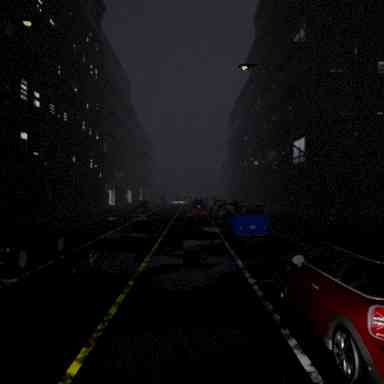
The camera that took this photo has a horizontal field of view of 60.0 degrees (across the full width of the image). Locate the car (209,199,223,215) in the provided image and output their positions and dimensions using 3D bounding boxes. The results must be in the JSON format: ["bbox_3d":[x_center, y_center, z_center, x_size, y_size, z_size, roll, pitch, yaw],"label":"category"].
[{"bbox_3d":[2.692,1.536,27.916,1.887,1.381,4.507,0,0,0],"label":"car"}]

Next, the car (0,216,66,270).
[{"bbox_3d":[-5.689,1.541,11.010,1.887,1.381,4.507,0,0,0],"label":"car"}]

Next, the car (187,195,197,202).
[{"bbox_3d":[0.000,1.374,75.235,2.033,1.411,5.357,0,0,0],"label":"car"}]

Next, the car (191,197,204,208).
[{"bbox_3d":[0.834,1.507,49.681,1.812,1.442,4.674,0,0,0],"label":"car"}]

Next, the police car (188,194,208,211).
[{"bbox_3d":[0.756,1.412,39.792,1.930,1.638,5.238,0,0,0],"label":"police car"}]

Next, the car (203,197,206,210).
[{"bbox_3d":[2.692,1.537,39.188,2.008,1.369,4.403,0,0,0],"label":"car"}]

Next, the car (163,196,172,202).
[{"bbox_3d":[-5.690,1.541,78.648,1.802,1.307,4.206,0,0,0],"label":"car"}]

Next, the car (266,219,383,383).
[{"bbox_3d":[2.692,1.438,5.370,1.967,1.590,4.097,0,0,0],"label":"car"}]

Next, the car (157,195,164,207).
[{"bbox_3d":[-5.689,1.505,50.295,1.752,1.417,4.829,0,0,0],"label":"car"}]

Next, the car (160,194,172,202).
[{"bbox_3d":[-5.688,1.278,73.011,2.192,1.841,5.009,0,0,0],"label":"car"}]

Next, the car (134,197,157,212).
[{"bbox_3d":[-5.689,1.552,39.191,1.947,1.339,4.313,0,0,0],"label":"car"}]

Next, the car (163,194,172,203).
[{"bbox_3d":[-5.689,1.407,67.375,1.967,1.590,4.097,0,0,0],"label":"car"}]

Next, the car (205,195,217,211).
[{"bbox_3d":[2.692,1.429,33.553,1.967,1.590,4.097,0,0,0],"label":"car"}]

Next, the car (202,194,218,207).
[{"bbox_3d":[2.693,1.294,50.461,2.192,1.841,5.009,0,0,0],"label":"car"}]

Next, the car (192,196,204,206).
[{"bbox_3d":[0.900,1.455,55.685,1.882,1.535,5.008,0,0,0],"label":"car"}]

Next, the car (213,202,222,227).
[{"bbox_3d":[2.691,1.559,22.280,1.947,1.339,4.313,0,0,0],"label":"car"}]

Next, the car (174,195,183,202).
[{"bbox_3d":[-3.001,1.472,75.959,1.994,1.385,4.181,0,0,0],"label":"car"}]

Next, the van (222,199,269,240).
[{"bbox_3d":[2.692,1.336,16.643,1.690,1.788,3.998,0,0,0],"label":"van"}]

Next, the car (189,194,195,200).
[{"bbox_3d":[0.000,1.346,90.234,1.812,1.442,4.674,0,0,0],"label":"car"}]
